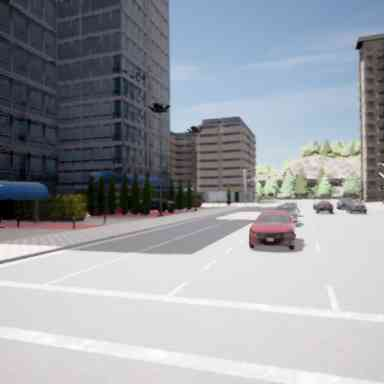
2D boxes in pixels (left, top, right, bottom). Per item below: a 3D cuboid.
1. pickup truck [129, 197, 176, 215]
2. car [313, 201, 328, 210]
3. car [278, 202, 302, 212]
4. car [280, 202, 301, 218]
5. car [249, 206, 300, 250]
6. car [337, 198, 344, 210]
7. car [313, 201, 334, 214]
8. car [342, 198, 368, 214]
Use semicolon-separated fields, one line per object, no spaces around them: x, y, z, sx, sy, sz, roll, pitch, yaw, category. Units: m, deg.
-4.886;1.683;41.425;6.274;2.098;2.390;0;-1;-41;pickup truck
19.084;1.999;49.633;1.895;1.301;4.718;-1;-1;18;car
7.177;1.748;25.380;1.837;1.490;4.892;-1;-1;19;car
10.495;1.833;35.246;1.837;1.490;4.892;-1;-1;19;car
3.878;1.636;15.532;1.882;1.535;5.008;-1;-1;18;car
22.379;1.689;48.464;2.097;1.767;4.553;-1;-1;18;car
15.864;1.818;39.843;1.837;1.490;4.892;-1;-1;19;car
19.360;1.804;39.244;2.033;1.411;5.357;-1;-1;19;car
